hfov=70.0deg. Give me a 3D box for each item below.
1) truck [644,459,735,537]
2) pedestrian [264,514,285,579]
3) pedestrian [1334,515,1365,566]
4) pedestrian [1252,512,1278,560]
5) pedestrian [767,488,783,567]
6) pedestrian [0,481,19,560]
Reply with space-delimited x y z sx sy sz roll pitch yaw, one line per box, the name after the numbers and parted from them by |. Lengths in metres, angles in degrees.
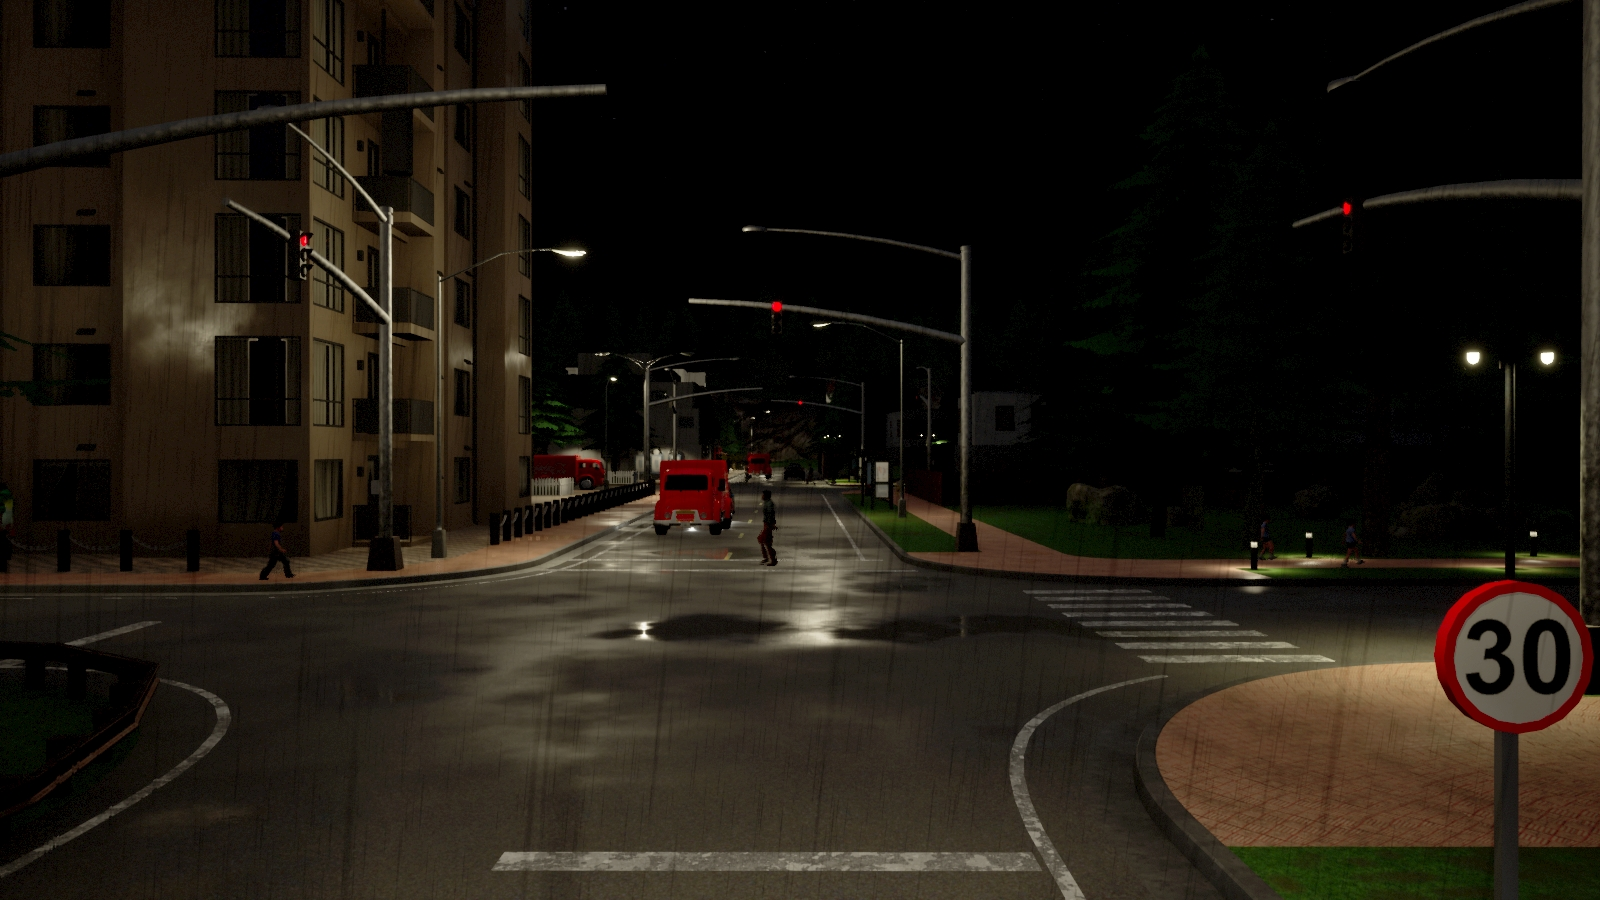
-3.689 1.548 39.174 2.627 2.467 5.204 0 0 0 | truck
-10.762 1.974 23.416 0.375 1.300 0.375 0 0 -21 | pedestrian
12.411 2.044 25.802 0.500 1.100 0.500 0 0 7 | pedestrian
11.083 2.044 27.260 0.500 1.100 0.500 0 0 13 | pedestrian
-0.603 1.829 27.191 0.375 1.860 0.375 0 0 0 | pedestrian
-18.984 1.677 27.293 0.375 1.860 0.375 0 0 2 | pedestrian
